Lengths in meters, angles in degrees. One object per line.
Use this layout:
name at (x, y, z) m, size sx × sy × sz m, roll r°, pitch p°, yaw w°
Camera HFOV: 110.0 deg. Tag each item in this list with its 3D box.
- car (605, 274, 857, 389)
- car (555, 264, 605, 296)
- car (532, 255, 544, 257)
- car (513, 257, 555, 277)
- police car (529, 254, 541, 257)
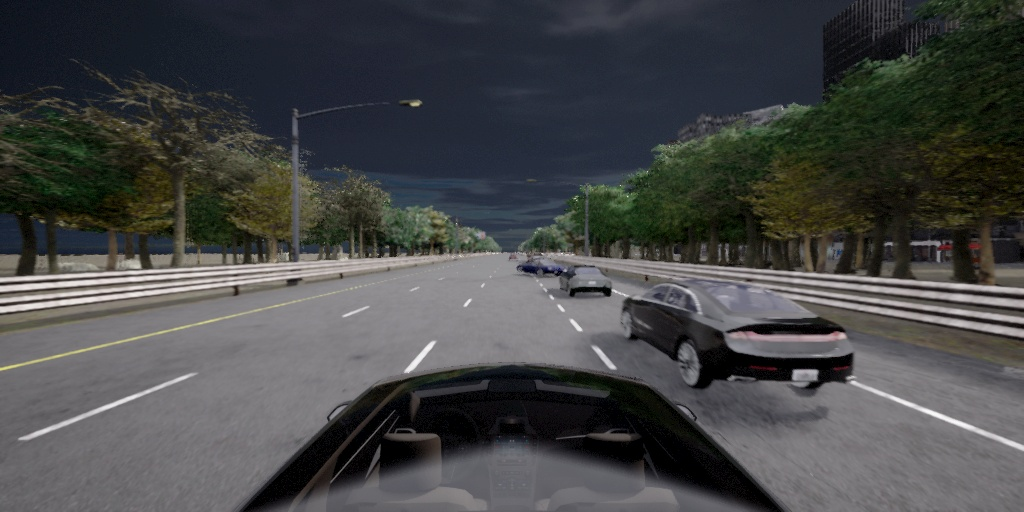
car at (3.499, 1.181, 6.701) m, size 2.128 × 1.511 × 4.902 m, roll 0°, pitch 1°, yaw 0°
car at (3.506, 1.118, 17.688) m, size 1.994 × 1.385 × 4.181 m, roll 0°, pitch 1°, yaw 0°
car at (3.559, 0.847, 39.662) m, size 1.994 × 1.385 × 4.181 m, roll 0°, pitch 1°, yaw 0°
car at (2.314, 0.998, 30.390) m, size 1.895 × 1.301 × 4.718 m, roll 0°, pitch 1°, yaw -31°
police car at (3.595, 0.572, 50.770) m, size 1.930 × 1.638 × 5.238 m, roll 0°, pitch 1°, yaw 0°
